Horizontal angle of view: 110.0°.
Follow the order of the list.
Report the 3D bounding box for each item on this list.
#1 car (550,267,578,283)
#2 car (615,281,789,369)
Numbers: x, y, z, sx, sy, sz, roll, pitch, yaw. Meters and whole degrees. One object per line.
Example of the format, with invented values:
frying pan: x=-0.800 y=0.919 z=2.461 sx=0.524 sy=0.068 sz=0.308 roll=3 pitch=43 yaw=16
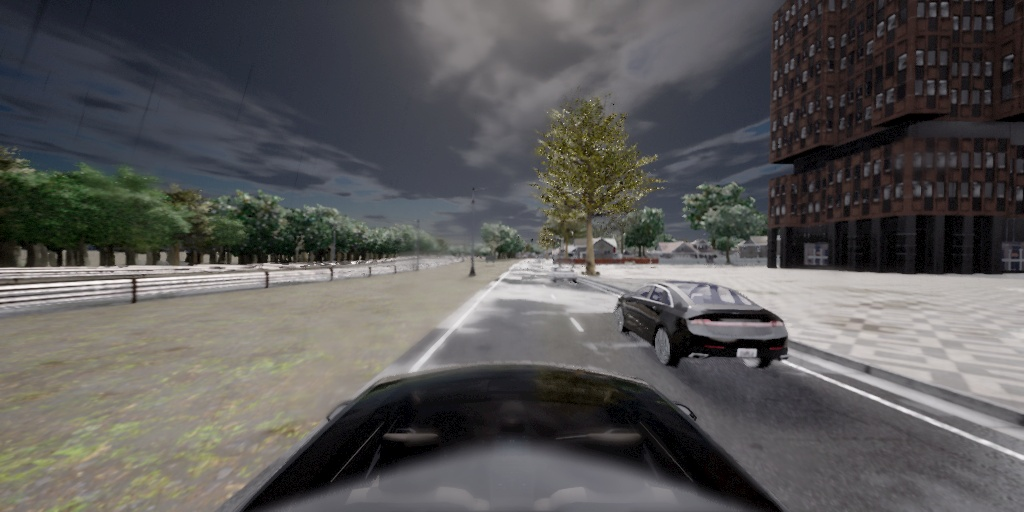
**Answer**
car: x=4.253 y=1.544 z=30.178 sx=1.895 sy=1.301 sz=4.718 roll=1 pitch=-1 yaw=1
car: x=3.703 y=1.292 z=7.979 sx=2.128 sy=1.511 sz=4.902 roll=1 pitch=0 yaw=1
